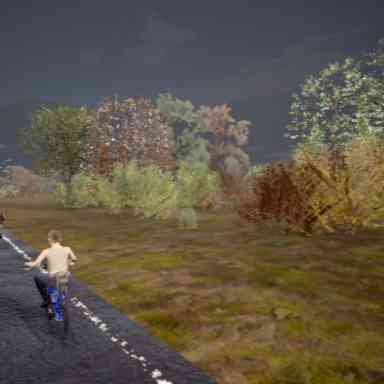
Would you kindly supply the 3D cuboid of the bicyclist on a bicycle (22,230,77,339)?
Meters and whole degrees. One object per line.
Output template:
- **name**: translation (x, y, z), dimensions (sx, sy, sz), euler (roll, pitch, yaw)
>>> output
- **bicyclist on a bicycle**: translation (-2.257, 1.422, 5.445), dimensions (0.866, 1.612, 1.509), euler (-1, 1, -36)

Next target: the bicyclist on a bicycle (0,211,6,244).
- **bicyclist on a bicycle**: translation (-7.549, 1.380, 12.882), dimensions (0.659, 1.776, 1.843), euler (-1, 1, -35)
